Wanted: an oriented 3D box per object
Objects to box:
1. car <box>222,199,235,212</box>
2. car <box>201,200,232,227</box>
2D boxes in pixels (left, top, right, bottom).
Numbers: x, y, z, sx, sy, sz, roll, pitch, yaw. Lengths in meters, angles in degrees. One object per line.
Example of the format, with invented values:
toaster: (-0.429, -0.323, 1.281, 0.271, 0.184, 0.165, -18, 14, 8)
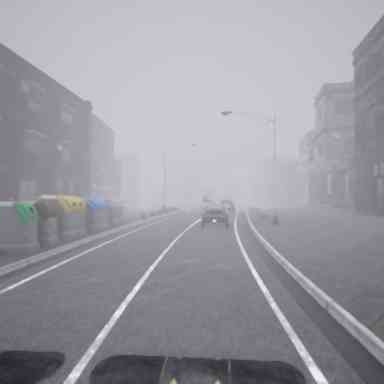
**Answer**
car: (4.385, 1.669, 42.005, 2.033, 1.649, 4.856, 0, -1, 9)
car: (1.738, 1.596, 23.740, 1.837, 1.490, 4.892, 0, 0, 7)
